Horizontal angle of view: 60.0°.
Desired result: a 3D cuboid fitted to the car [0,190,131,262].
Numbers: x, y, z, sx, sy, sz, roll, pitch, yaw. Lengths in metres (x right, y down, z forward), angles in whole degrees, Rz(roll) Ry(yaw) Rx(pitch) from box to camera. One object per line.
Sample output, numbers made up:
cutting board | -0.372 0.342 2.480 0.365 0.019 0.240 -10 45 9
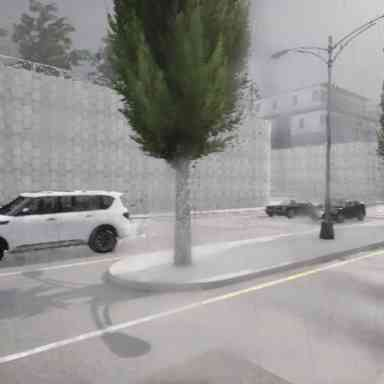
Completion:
car | -4.652 0.979 10.545 5.566 2.045 2.150 0 1 -39

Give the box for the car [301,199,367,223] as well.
car | 9.777 1.195 22.096 4.902 1.511 2.128 0 1 -39

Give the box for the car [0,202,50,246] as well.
car | -8.076 1.202 12.282 4.892 1.490 1.837 -1 1 -39

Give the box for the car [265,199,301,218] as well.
car | 7.551 1.226 24.799 4.718 1.301 1.895 0 1 -39
